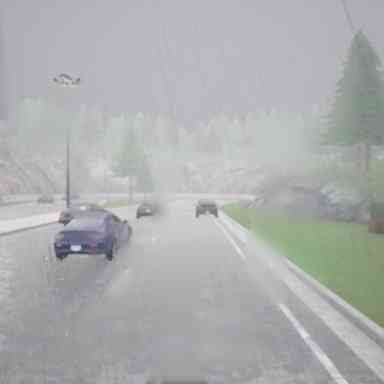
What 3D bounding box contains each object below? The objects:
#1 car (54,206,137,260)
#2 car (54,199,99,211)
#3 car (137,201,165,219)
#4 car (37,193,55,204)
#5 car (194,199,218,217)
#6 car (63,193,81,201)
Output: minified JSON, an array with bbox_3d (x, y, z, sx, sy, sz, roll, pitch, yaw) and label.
[{"bbox_3d":[-3.410,1.459,12.066,1.812,1.442,4.674,0,0,0],"label":"car"},{"bbox_3d":[-6.892,1.428,21.693,2.033,1.411,5.357,0,0,0],"label":"car"},{"bbox_3d":[-3.387,1.411,27.756,1.994,1.385,4.181,0,0,0],"label":"car"},{"bbox_3d":[-24.794,1.043,56.617,2.097,1.767,4.553,0,0,-13],"label":"car"},{"bbox_3d":[1.237,1.348,28.719,1.837,1.490,4.892,0,0,0],"label":"car"},{"bbox_3d":[-26.051,1.101,72.285,1.837,1.490,4.892,0,0,17],"label":"car"}]
